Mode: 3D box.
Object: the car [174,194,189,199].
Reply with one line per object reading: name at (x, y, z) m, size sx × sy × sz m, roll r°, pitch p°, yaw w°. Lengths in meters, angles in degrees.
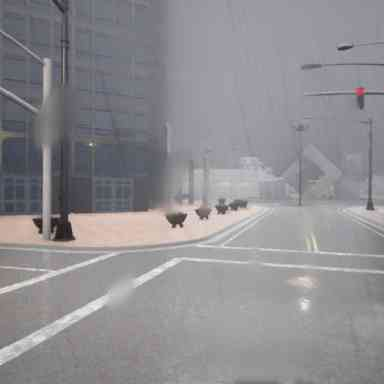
car at (-2.513, 1.182, 90.207) m, size 4.892 × 1.490 × 1.837 m, roll 0°, pitch 0°, yaw 11°
